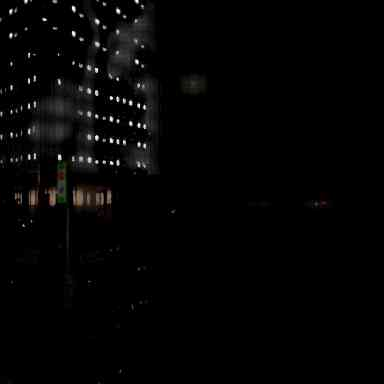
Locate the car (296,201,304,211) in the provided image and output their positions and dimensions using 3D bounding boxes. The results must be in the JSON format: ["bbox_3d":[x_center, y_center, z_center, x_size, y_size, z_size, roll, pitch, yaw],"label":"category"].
[{"bbox_3d":[14.161,1.899,44.655,1.895,1.301,4.718,0,-1,33],"label":"car"}]

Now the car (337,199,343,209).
[{"bbox_3d":[21.955,1.816,51.034,1.882,1.535,5.008,0,0,31],"label":"car"}]

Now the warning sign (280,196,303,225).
[{"bbox_3d":[6.859,1.250,22.931,1.300,1.860,1.060,0,0,34],"label":"warning sign"}]

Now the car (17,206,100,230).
[{"bbox_3d":[-8.797,1.679,22.537,2.033,1.411,5.357,0,-1,34],"label":"car"}]

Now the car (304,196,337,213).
[{"bbox_3d":[16.446,1.501,42.214,2.150,2.045,5.566,0,-1,34],"label":"car"}]

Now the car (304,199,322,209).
[{"bbox_3d":[19.176,1.878,52.719,1.812,1.442,4.674,0,0,31],"label":"car"}]

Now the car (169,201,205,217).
[{"bbox_3d":[-0.472,1.718,34.738,2.128,1.511,4.902,0,-1,34],"label":"car"}]

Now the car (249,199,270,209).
[{"bbox_3d":[10.334,1.824,50.828,1.882,1.535,5.008,0,-1,33],"label":"car"}]
